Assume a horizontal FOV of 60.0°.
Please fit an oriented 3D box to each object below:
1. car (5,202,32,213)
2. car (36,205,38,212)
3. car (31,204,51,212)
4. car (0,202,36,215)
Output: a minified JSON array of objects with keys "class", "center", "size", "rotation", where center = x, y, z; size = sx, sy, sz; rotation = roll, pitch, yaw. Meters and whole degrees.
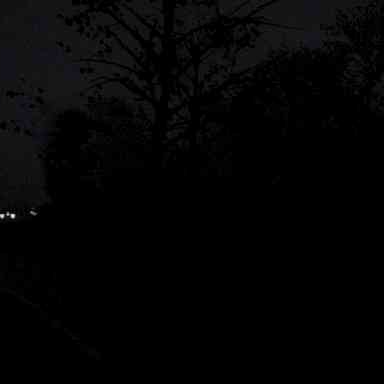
[{"class":"car","center":[-27.712,2.443,53.245],"size":[2.097,1.767,4.553],"rotation":[0,-2,-4]},{"class":"car","center":[-24.294,2.681,54.421],"size":[1.994,1.385,4.181],"rotation":[0,-2,-3]},{"class":"car","center":[-28.235,2.946,62.324],"size":[1.837,1.490,4.892],"rotation":[0,-2,-3]},{"class":"car","center":[-23.742,2.312,45.227],"size":[2.033,1.411,5.357],"rotation":[0,-2,-3]}]
